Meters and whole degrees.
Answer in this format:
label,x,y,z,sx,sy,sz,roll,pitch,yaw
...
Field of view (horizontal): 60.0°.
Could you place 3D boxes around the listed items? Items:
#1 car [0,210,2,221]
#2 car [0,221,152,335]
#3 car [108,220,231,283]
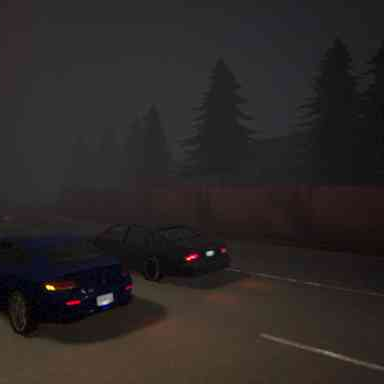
label,x,y,z,sx,sy,sz,roll,pitch,yaw
car,-15.608,1.505,25.171,1.812,1.442,4.674,0,0,-37
car,-3.144,1.524,6.717,4.674,1.442,1.812,0,0,40
car,-1.463,1.555,9.798,5.357,1.411,2.033,0,0,40
